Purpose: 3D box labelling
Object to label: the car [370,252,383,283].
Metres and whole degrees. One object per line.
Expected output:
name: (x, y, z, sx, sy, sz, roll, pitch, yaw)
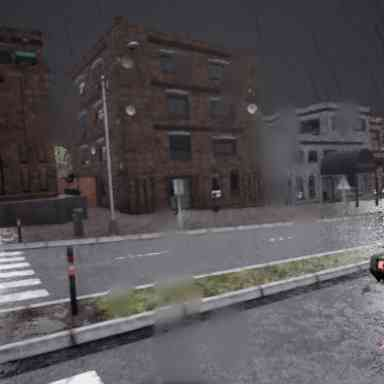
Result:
car: (6.250, 1.583, 7.811, 4.718, 1.301, 1.895, 0, 0, -35)
